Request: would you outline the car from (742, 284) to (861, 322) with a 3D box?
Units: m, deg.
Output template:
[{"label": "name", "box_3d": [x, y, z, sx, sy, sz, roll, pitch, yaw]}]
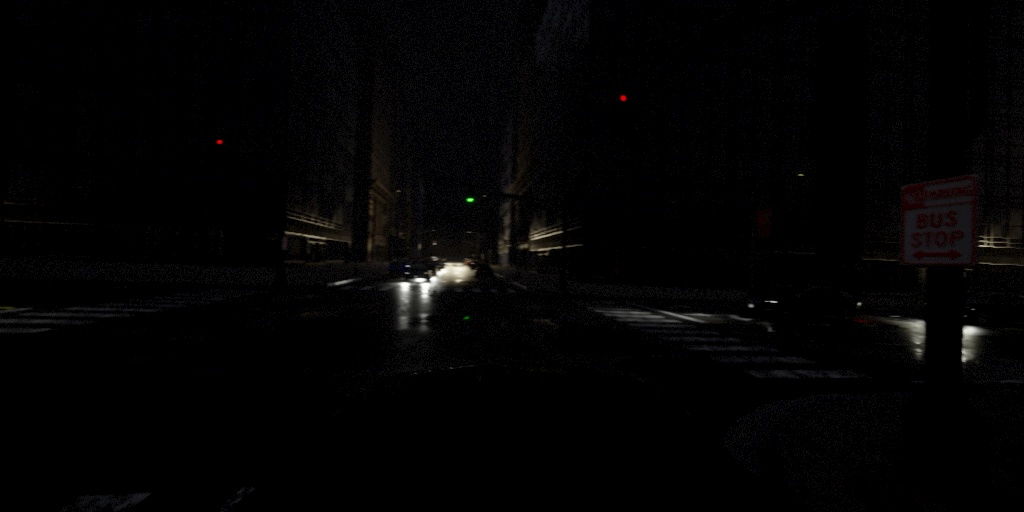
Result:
[{"label": "car", "box_3d": [12.757, 1.999, 15.905, 4.902, 1.511, 2.128, 3, -1, -10]}]

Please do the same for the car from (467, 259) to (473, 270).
[{"label": "car", "box_3d": [-5.516, 1.575, 54.501, 1.802, 1.307, 4.207, 0, 0, -8]}]

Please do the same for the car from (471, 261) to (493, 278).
[{"label": "car", "box_3d": [-3.017, 1.514, 37.738, 1.948, 1.339, 4.313, 0, 0, -8]}]

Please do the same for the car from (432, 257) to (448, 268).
[{"label": "car", "box_3d": [-11.752, 1.341, 57.747, 1.812, 1.442, 4.674, 2, 0, -8]}]

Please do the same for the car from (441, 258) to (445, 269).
[{"label": "car", "box_3d": [-10.315, 1.317, 47.897, 1.812, 1.442, 4.674, 2, 0, -9]}]

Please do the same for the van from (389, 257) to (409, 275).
[{"label": "van", "box_3d": [-11.445, 1.010, 36.481, 1.690, 1.789, 3.998, 0, 0, -8]}]

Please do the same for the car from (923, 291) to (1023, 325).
[{"label": "car", "box_3d": [22.806, 2.454, 17.401, 5.008, 1.535, 1.882, 3, -1, -9]}]

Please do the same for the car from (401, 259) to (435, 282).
[{"label": "car", "box_3d": [-7.523, 1.261, 29.085, 1.812, 1.442, 4.674, 2, 0, -9]}]

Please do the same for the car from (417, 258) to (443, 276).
[{"label": "car", "box_3d": [-8.870, 1.255, 38.103, 2.128, 1.511, 4.902, 2, 0, -8]}]
